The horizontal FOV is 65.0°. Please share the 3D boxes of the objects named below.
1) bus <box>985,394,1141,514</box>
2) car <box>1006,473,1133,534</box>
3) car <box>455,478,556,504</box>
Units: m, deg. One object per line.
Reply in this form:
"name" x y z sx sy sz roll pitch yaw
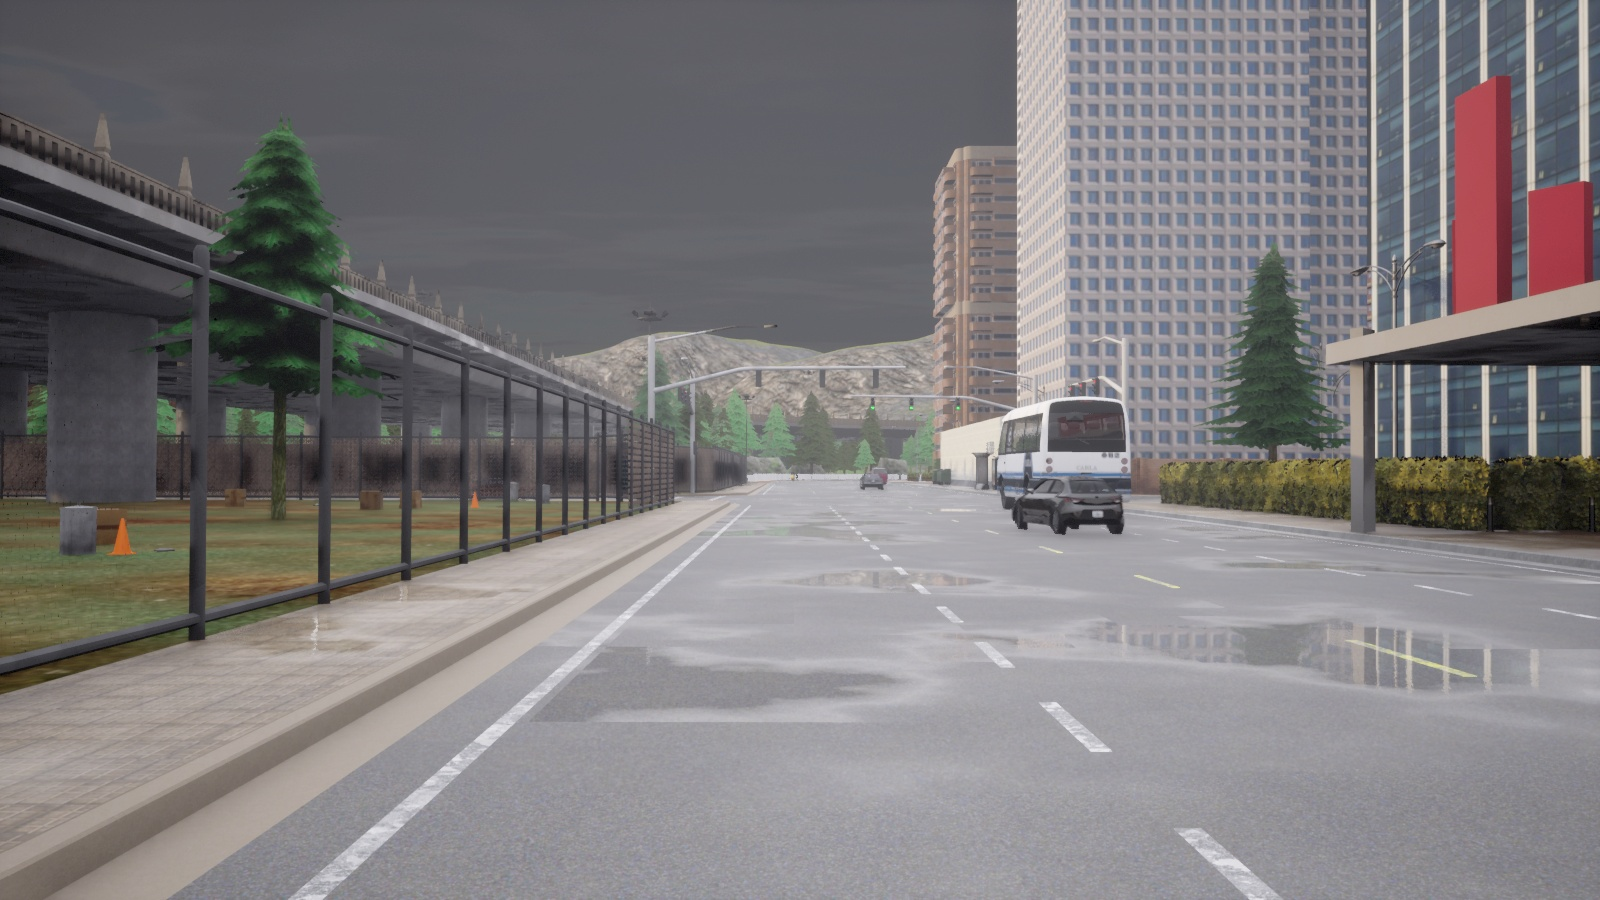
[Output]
"bus" 10.096 0.232 49.782 3.944 4.253 10.273 0 -1 0
"car" 6.968 1.352 32.939 1.816 1.474 4.193 0 -1 -10
"car" -15.079 2.111 64.457 4.718 1.301 1.895 0 -1 -1
